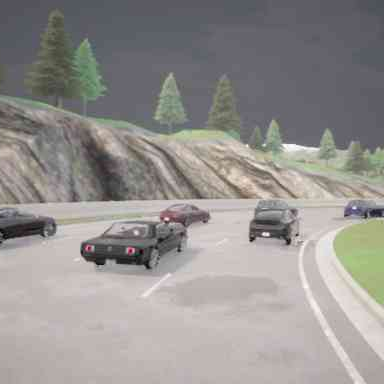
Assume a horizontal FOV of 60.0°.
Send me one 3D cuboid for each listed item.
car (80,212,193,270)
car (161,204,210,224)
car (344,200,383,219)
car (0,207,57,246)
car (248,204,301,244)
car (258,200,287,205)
[{"bbox_3d":[-1.591,1.585,11.095,1.895,1.301,4.718,1,0,15],"label":"car"},{"bbox_3d":[-0.440,1.520,22.518,1.812,1.442,4.674,0,0,29],"label":"car"},{"bbox_3d":[16.306,1.503,31.280,4.553,1.767,2.097,1,0,-38],"label":"car"},{"bbox_3d":[-7.998,1.415,14.459,2.128,1.511,4.902,0,0,17],"label":"car"},{"bbox_3d":[4.105,1.542,16.248,1.837,1.490,4.892,0,0,24],"label":"car"},{"bbox_3d":[6.817,1.414,26.930,2.097,1.767,4.553,1,0,38],"label":"car"}]
